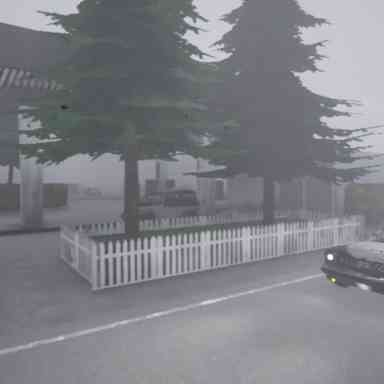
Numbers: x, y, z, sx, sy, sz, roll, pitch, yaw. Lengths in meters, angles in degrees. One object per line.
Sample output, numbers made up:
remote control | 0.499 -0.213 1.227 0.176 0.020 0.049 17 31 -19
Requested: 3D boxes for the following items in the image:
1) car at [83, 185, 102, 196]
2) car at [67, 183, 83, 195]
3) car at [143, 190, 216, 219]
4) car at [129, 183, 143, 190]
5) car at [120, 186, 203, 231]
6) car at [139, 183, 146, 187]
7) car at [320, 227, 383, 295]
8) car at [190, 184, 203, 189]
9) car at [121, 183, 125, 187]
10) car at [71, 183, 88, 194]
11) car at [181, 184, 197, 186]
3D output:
car | -15.801 -0.176 53.287 1.970 1.475 3.806 -1 2 -33
car | -18.921 -0.404 51.976 1.905 1.878 3.866 -1 2 -33
car | -0.812 0.773 23.215 4.611 1.667 2.242 -1 2 -33
car | -14.399 -1.421 85.542 1.932 1.855 4.605 -1 2 -33
car | -1.355 0.824 16.102 3.866 1.878 1.905 -1 2 -33
car | -9.639 -0.672 66.566 2.007 1.523 4.514 -1 2 -33
car | 4.951 1.348 7.173 4.718 1.301 1.895 -1 2 -32
car | 1.246 -1.529 95.576 1.845 1.501 3.633 -1 2 -33
car | -16.608 -1.371 83.611 1.905 1.878 3.866 -1 2 -33
car | -20.464 -0.629 60.359 1.932 1.855 4.605 -1 2 -33
car | -1.244 -0.857 71.984 1.845 1.501 3.633 -1 2 -33
